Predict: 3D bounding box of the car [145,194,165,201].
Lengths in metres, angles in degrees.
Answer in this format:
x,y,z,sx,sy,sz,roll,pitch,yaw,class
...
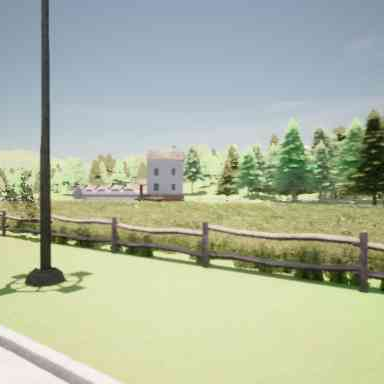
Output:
x,y,z,sx,sy,sz,roll,pitch,yaw,class
-7.917,1.350,71.727,4.605,1.855,1.932,0,0,35,car
